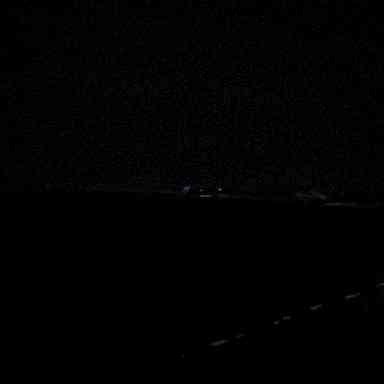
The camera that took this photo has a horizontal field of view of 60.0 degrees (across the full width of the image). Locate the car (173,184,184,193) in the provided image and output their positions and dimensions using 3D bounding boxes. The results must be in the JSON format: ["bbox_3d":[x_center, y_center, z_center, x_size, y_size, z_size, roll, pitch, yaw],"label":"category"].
[{"bbox_3d":[-2.075,-0.789,68.783,2.097,1.767,4.553,-4,4,-35],"label":"car"}]

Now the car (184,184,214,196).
[{"bbox_3d":[1.163,-0.358,59.380,2.097,1.767,4.553,-4,4,-35],"label":"car"}]

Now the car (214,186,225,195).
[{"bbox_3d":[3.861,-0.349,60.499,2.128,1.511,4.902,-4,4,-35],"label":"car"}]

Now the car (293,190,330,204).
[{"bbox_3d":[14.468,0.563,40.491,1.812,1.442,4.674,-4,4,-35],"label":"car"}]
